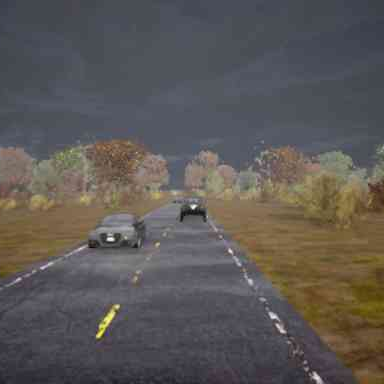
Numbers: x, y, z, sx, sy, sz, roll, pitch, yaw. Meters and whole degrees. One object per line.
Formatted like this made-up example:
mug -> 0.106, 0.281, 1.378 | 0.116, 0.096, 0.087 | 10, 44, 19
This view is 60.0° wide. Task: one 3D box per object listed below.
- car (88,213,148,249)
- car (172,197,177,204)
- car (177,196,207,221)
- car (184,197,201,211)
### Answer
car -> -3.107, 1.625, 14.679 | 1.994, 1.385, 4.181 | 0, 0, 0
car -> -3.037, 1.790, 68.730 | 2.033, 1.411, 5.357 | 0, 0, 0
car -> 0.090, 1.336, 28.593 | 2.150, 2.045, 5.566 | 0, 0, 0
car -> 0.076, 1.528, 44.916 | 2.097, 1.767, 4.553 | 0, 0, 0
